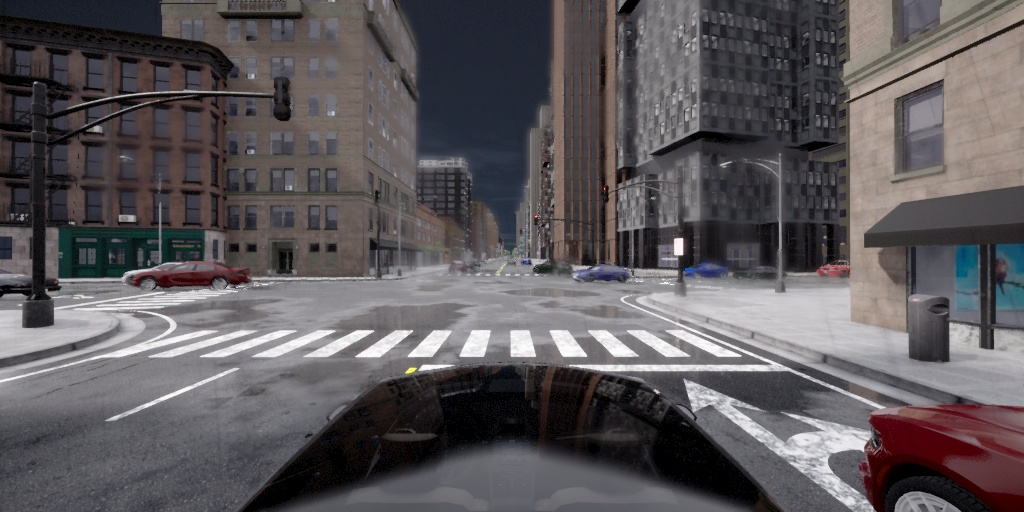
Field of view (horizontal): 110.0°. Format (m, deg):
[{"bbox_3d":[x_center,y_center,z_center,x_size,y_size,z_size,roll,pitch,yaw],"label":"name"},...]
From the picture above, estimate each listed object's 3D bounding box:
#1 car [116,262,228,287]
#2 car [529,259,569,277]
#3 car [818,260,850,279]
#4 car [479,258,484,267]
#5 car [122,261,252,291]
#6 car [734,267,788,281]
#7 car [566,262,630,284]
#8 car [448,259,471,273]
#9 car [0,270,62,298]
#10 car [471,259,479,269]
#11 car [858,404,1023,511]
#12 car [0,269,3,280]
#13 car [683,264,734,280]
[{"bbox_3d":[-20.578,1.084,21.966,4.674,1.442,1.812,1,0,-18],"label":"car"},{"bbox_3d":[4.273,1.132,37.069,2.097,1.767,4.553,0,1,-36],"label":"car"},{"bbox_3d":[37.362,1.468,40.199,5.566,2.045,2.150,1,0,-13],"label":"car"},{"bbox_3d":[-6.673,1.326,64.625,1.994,1.385,4.181,0,0,0],"label":"car"},{"bbox_3d":[-17.288,1.048,19.613,5.008,1.535,1.882,1,0,-18],"label":"car"},{"bbox_3d":[22.799,1.652,33.082,4.718,1.301,1.895,1,0,-16],"label":"car"},{"bbox_3d":[6.971,1.373,27.974,4.674,1.442,1.812,1,0,-19],"label":"car"},{"bbox_3d":[-6.672,1.284,44.703,1.812,1.442,4.674,0,0,0],"label":"car"},{"bbox_3d":[-22.317,1.032,14.441,5.357,1.411,2.033,1,0,-16],"label":"car"},{"bbox_3d":[-6.683,1.252,54.663,2.128,1.511,4.902,0,0,0],"label":"car"},{"bbox_3d":[3.353,1.228,0.399,1.882,1.535,5.008,0,0,0],"label":"car"},{"bbox_3d":[-21.029,1.021,11.451,5.357,1.411,2.033,1,0,-13],"label":"car"},{"bbox_3d":[18.807,1.507,35.284,5.008,1.535,1.882,1,0,-16],"label":"car"}]
